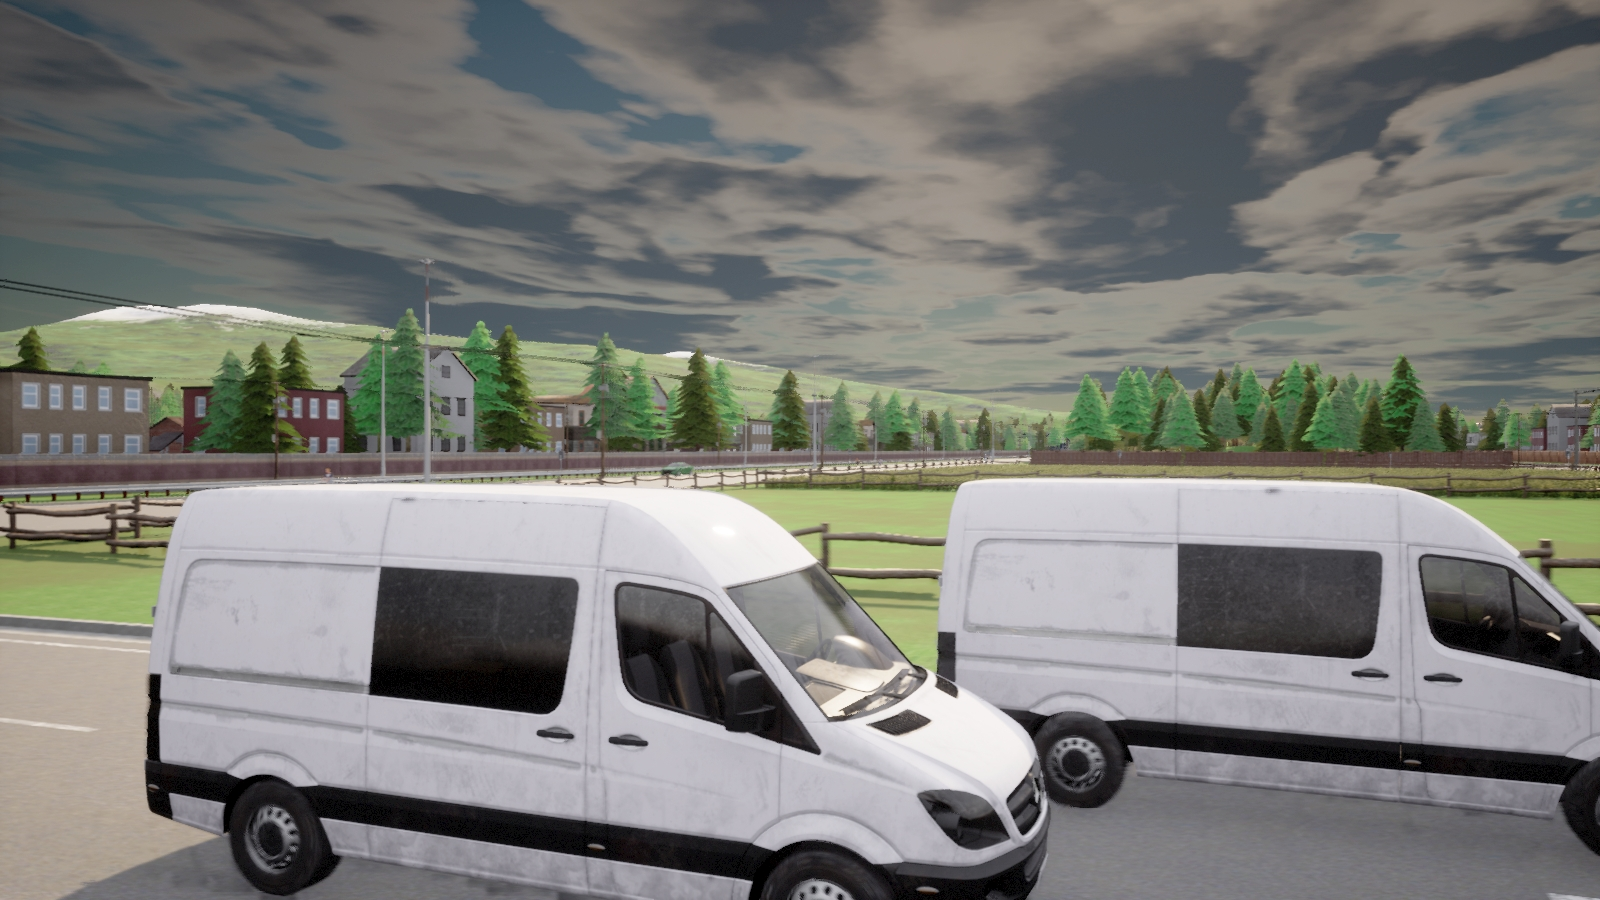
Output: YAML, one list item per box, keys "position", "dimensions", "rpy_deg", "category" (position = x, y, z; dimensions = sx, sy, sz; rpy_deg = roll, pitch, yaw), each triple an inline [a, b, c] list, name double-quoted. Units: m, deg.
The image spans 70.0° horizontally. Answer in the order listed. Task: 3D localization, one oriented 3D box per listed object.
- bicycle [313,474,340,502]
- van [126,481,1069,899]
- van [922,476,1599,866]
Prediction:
- position: [-25.737, 2.058, 62.111]
  dimensions: [0.373, 1.496, 1.643]
  rpy_deg: [0, 0, 20]
  category: "bicycle"
- position: [-1.367, 1.535, 7.522]
  dimensions: [5.915, 2.561, 1.988]
  rpy_deg: [0, 0, 20]
  category: "van"
- position: [4.115, 1.535, 9.254]
  dimensions: [5.915, 2.561, 1.988]
  rpy_deg: [0, 0, 20]
  category: "van"
